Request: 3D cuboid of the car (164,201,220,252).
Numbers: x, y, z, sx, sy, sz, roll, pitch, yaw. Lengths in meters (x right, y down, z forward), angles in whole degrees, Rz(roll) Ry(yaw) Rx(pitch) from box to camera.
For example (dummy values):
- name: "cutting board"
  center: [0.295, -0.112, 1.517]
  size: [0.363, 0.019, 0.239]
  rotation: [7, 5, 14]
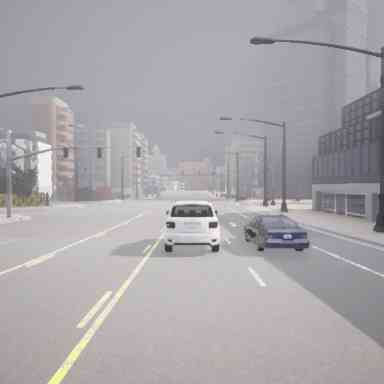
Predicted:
- name: "car"
  center: [0.000, 1.399, 14.693]
  size: [2.150, 2.045, 5.566]
  rotation: [0, -1, 0]

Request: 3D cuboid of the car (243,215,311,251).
- name: "car"
  center: [3.500, 1.704, 14.662]
  size: [2.033, 1.411, 5.357]
  rotation: [0, -1, 0]
